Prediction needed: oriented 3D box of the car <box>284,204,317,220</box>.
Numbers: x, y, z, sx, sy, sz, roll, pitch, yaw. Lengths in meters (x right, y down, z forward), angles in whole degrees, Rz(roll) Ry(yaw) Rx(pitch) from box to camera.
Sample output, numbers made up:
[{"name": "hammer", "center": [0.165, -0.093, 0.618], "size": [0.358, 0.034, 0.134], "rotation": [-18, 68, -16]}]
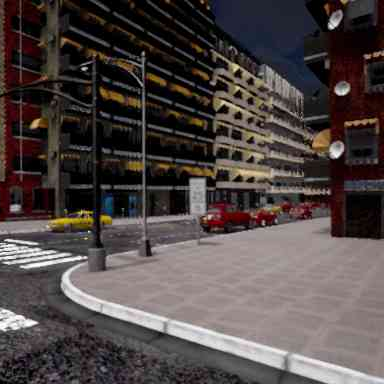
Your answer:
[{"name": "car", "center": [12.181, 2.354, 37.071], "size": [1.802, 1.307, 4.206], "rotation": [-2, -2, 35]}]

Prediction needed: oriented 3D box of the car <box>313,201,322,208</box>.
[{"name": "car", "center": [24.809, 2.762, 69.646], "size": [2.192, 1.841, 5.009], "rotation": [-2, -2, 35]}]

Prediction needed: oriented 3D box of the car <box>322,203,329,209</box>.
[{"name": "car", "center": [31.312, 3.188, 78.916], "size": [1.887, 1.381, 4.507], "rotation": [-2, -2, 35]}]

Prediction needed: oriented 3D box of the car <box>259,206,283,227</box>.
[{"name": "car", "center": [5.680, 2.114, 27.796], "size": [1.887, 1.381, 4.507], "rotation": [-2, -2, 35]}]

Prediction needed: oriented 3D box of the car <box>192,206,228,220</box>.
[{"name": "car", "center": [2.060, 2.287, 37.173], "size": [1.887, 1.381, 4.507], "rotation": [-2, -2, 35]}]

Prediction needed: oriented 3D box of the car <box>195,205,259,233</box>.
[{"name": "car", "center": [2.427, 1.781, 23.165], "size": [2.192, 1.841, 5.009], "rotation": [-2, -2, 35]}]

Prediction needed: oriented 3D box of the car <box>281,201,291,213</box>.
[{"name": "car", "center": [15.058, 2.462, 55.732], "size": [2.192, 1.841, 5.009], "rotation": [-2, -2, 35]}]

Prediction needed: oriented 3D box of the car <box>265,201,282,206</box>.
[{"name": "car", "center": [11.712, 2.568, 50.949], "size": [1.752, 1.417, 4.829], "rotation": [-2, -2, 35]}]

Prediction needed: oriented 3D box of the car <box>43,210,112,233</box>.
[{"name": "car", "center": [-7.790, 1.956, 23.120], "size": [1.752, 1.417, 4.829], "rotation": [-2, -2, 35]}]

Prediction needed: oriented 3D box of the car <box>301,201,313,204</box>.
[{"name": "car", "center": [21.562, 2.893, 65.002], "size": [1.887, 1.381, 4.507], "rotation": [-2, -2, 35]}]
